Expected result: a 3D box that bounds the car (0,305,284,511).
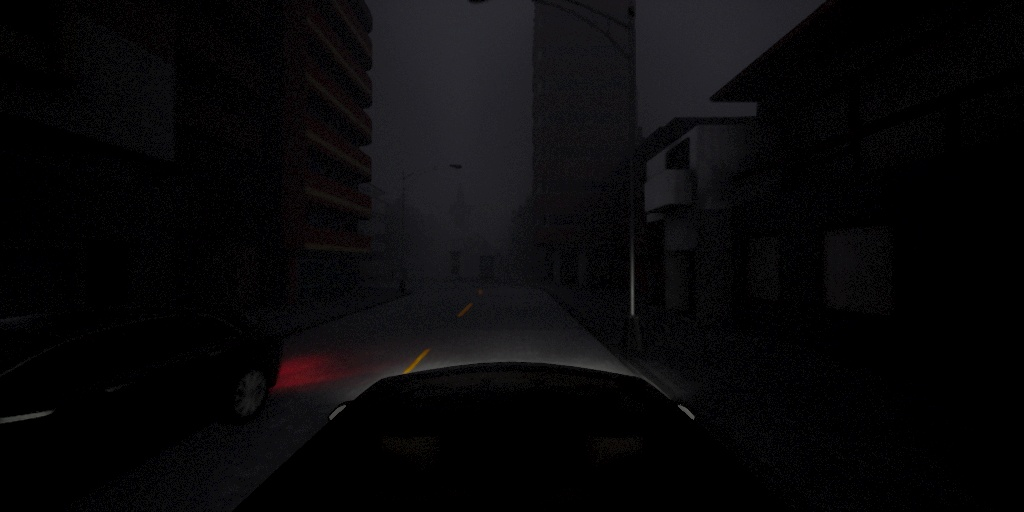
[{"bbox_3d":[-4.098,1.276,3.021,1.837,1.490,4.892,0,0,0],"label":"car"}]
